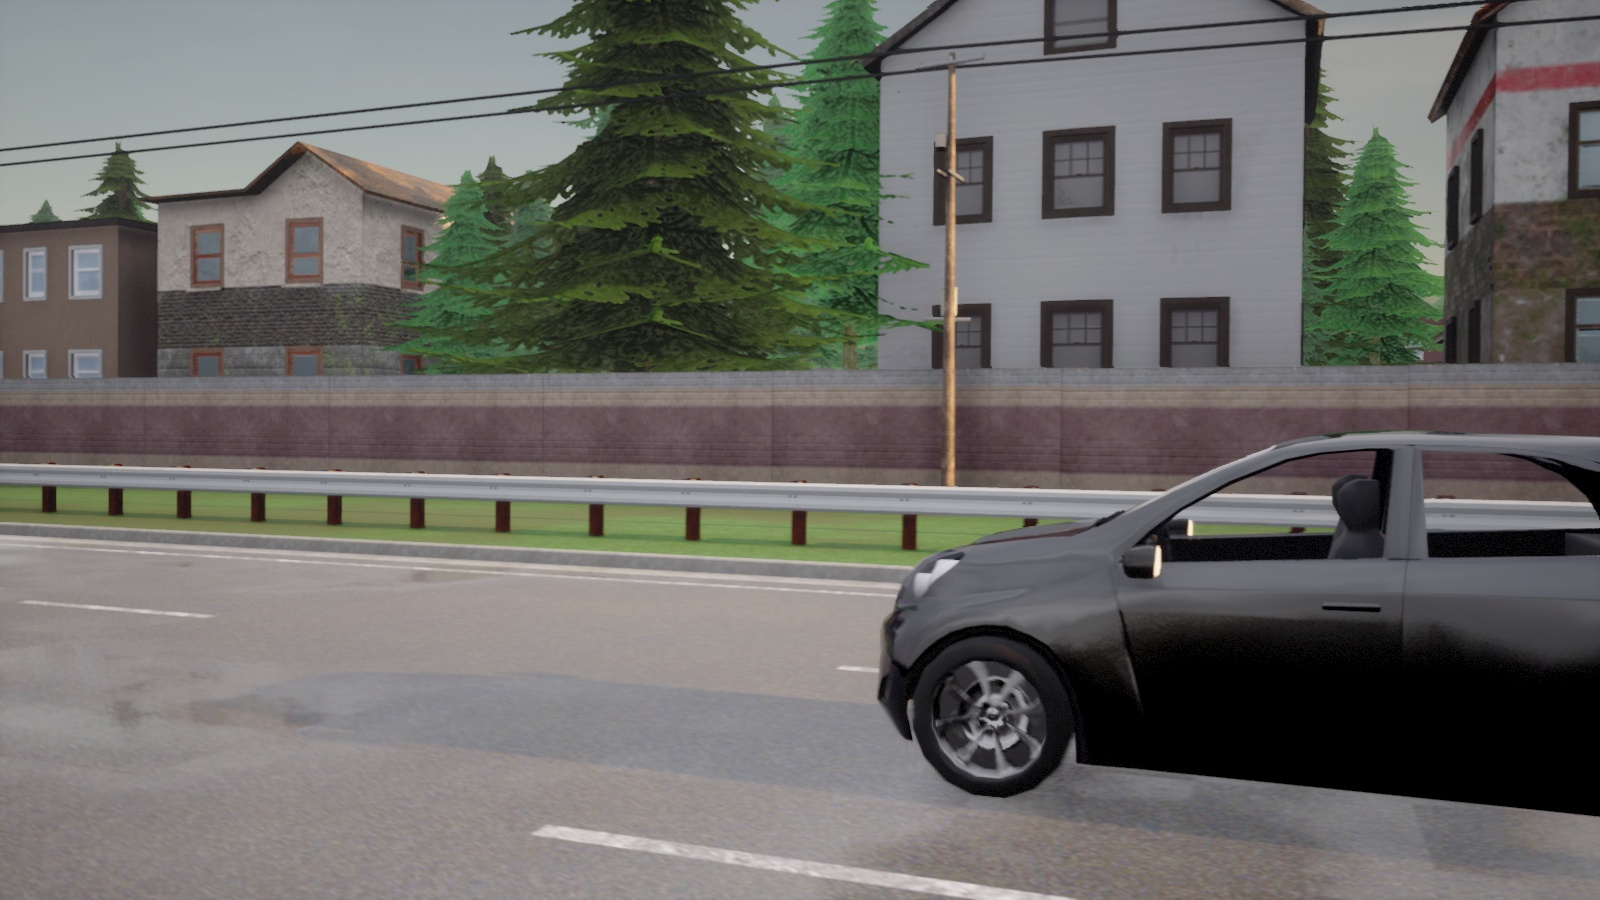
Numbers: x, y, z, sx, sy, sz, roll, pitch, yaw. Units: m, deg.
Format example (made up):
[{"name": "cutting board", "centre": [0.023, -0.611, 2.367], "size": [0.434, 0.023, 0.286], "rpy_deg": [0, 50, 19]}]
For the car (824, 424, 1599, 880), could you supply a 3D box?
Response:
[{"name": "car", "centre": [2.129, 0.654, 5.304], "size": [3.633, 1.501, 1.845], "rpy_deg": [0, 1, 21]}]
